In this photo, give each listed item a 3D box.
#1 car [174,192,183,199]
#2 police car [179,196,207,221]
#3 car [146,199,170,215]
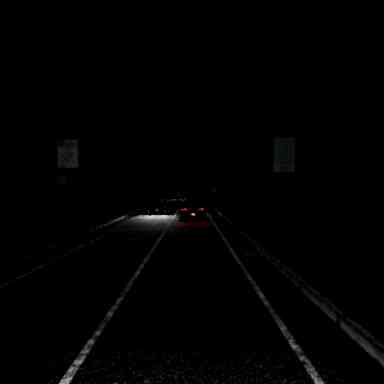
[{"bbox_3d":[-3.014,0.795,73.237,1.882,1.535,5.008,0,0,0],"label":"car"},{"bbox_3d":[0.095,1.379,25.842,2.038,1.542,4.974,0,1,0],"label":"police car"},{"bbox_3d":[-3.102,1.382,31.244,1.994,1.385,4.181,0,1,0],"label":"car"}]
